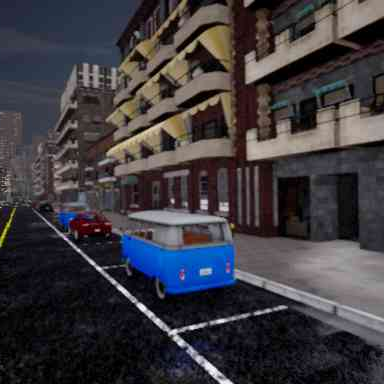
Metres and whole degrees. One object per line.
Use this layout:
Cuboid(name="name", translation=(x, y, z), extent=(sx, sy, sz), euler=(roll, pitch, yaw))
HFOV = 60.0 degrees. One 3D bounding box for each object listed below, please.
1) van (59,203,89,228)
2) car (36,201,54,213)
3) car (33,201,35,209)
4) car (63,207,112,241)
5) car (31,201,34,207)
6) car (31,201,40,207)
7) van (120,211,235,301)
Cuboid(name="van", translation=(-8.180, 1.648, 23.122), extent=(1.690, 1.788, 3.998), euler=(-1, 0, -27))
Cuboid(name="car", translation=(-20.855, 2.278, 47.649), extent=(1.947, 1.339, 4.313), euler=(-1, 0, -27))
Cuboid(name="car", translation=(-26.007, 2.408, 57.611), extent=(1.752, 1.417, 4.829), euler=(-1, 0, -27))
Cuboid(name="car", translation=(-5.640, 1.772, 18.216), extent=(1.887, 1.381, 4.507), euler=(-1, 0, -27))
Cuboid(name="car", translation=(-31.000, 2.595, 67.271), extent=(1.887, 1.381, 4.507), euler=(-1, 0, -27))
Cuboid(name="car", translation=(-38.608, 2.854, 81.987), extent=(1.887, 1.381, 4.507), euler=(-1, 0, -27))
Cuboid(name="van", translation=(-0.572, 1.410, 8.406), extent=(1.690, 1.788, 3.998), euler=(-1, 0, -27))
